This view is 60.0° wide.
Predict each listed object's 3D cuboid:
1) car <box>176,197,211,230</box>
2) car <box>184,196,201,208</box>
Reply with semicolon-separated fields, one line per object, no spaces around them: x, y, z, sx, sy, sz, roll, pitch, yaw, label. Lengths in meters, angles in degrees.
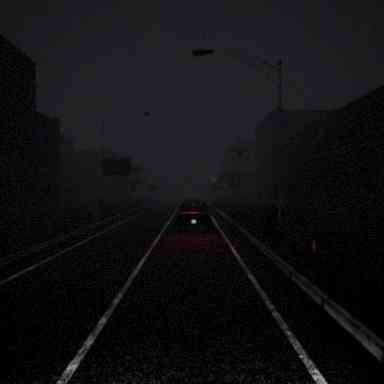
0.090;1.233;19.082;2.128;1.511;4.902;0;1;0;car
0.078;1.208;40.283;1.895;1.301;4.718;0;0;0;car
